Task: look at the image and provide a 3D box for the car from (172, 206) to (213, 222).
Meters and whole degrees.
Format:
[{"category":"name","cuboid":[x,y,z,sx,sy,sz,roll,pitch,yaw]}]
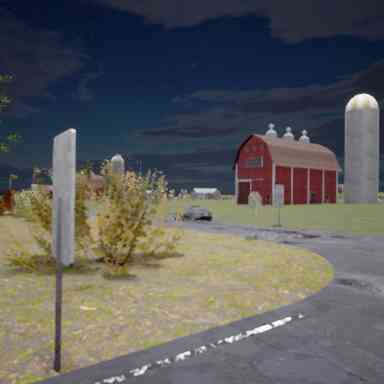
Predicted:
[{"category":"car","cuboid":[-0.110,1.893,29.531,1.994,1.385,4.181,1,-1,-40]}]
